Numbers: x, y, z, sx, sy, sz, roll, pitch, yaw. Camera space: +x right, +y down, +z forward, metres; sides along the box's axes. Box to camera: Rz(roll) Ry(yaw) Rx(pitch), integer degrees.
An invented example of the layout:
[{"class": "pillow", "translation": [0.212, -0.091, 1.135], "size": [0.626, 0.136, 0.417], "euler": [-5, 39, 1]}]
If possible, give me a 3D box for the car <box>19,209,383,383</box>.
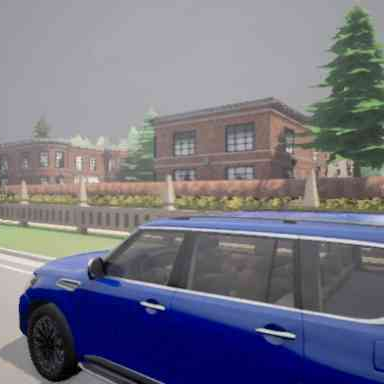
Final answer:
[{"class": "car", "translation": [0.334, 1.221, 3.753], "size": [5.566, 2.045, 2.150], "euler": [0, 0, 35]}]
